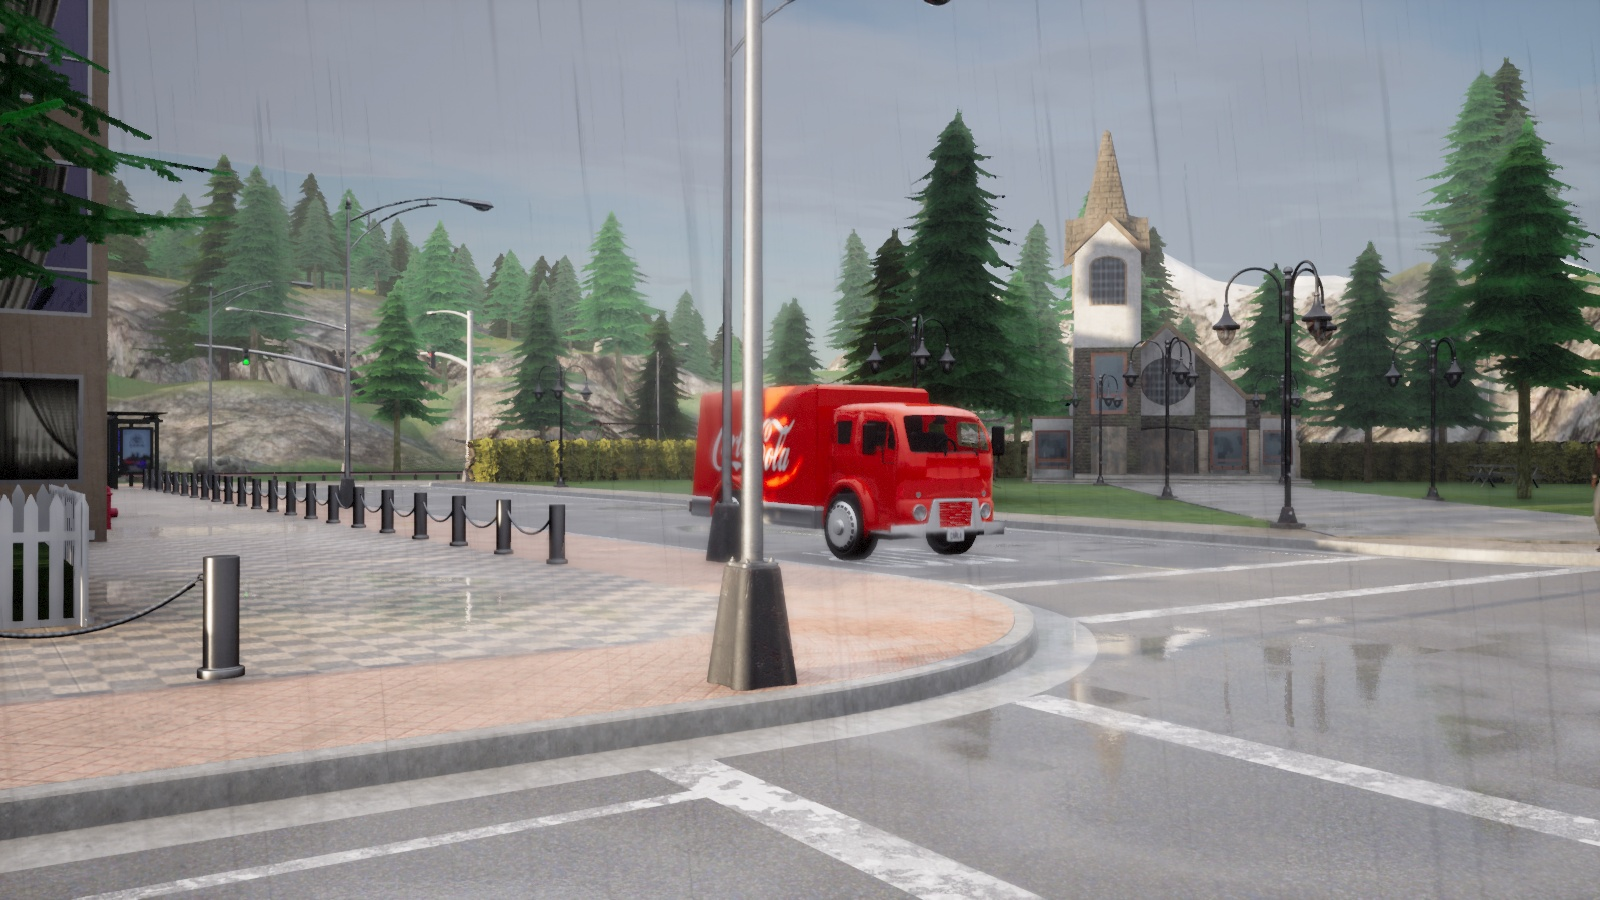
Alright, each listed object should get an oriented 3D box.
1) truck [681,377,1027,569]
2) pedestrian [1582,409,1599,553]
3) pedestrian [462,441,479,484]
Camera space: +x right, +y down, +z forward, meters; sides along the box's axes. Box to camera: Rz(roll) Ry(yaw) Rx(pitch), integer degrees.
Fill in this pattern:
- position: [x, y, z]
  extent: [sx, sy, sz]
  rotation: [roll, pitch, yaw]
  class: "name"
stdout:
- position: [0.627, 0.281, 18.994]
  extent: [2.627, 2.467, 5.204]
  rotation: [0, 0, -34]
  class: "truck"
- position: [10.993, 0.418, 16.992]
  extent: [0.666, 1.930, 0.402]
  rotation: [0, 0, -26]
  class: "pedestrian"
- position: [-14.774, 0.556, 56.362]
  extent: [0.692, 1.930, 0.396]
  rotation: [0, 0, -22]
  class: "pedestrian"
